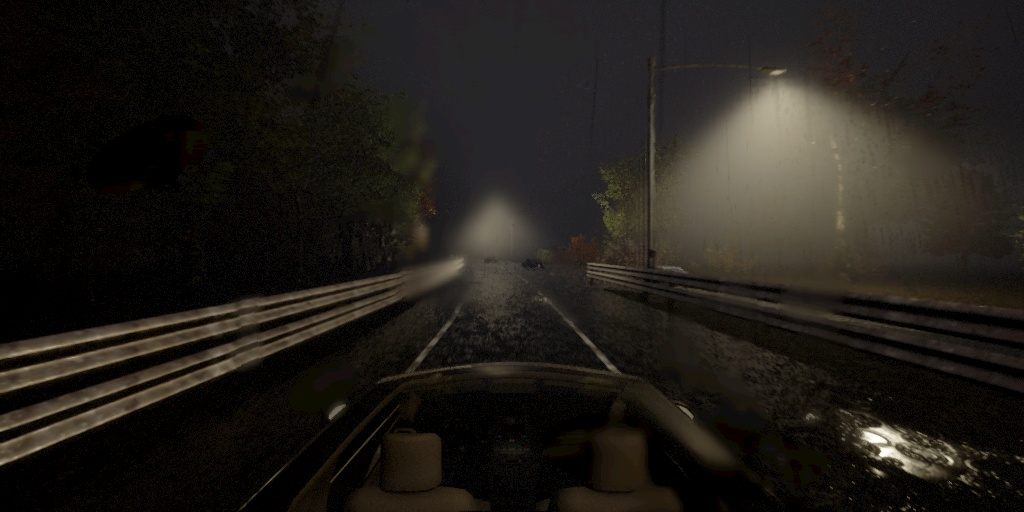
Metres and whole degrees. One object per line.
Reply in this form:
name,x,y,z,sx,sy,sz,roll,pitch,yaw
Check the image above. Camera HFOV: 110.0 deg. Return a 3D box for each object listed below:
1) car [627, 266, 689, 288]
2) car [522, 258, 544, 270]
car,9.357,1.300,22.668,1.895,1.301,4.718,0,1,-16
car,2.657,0.956,45.603,1.812,1.442,4.674,1,0,-16
